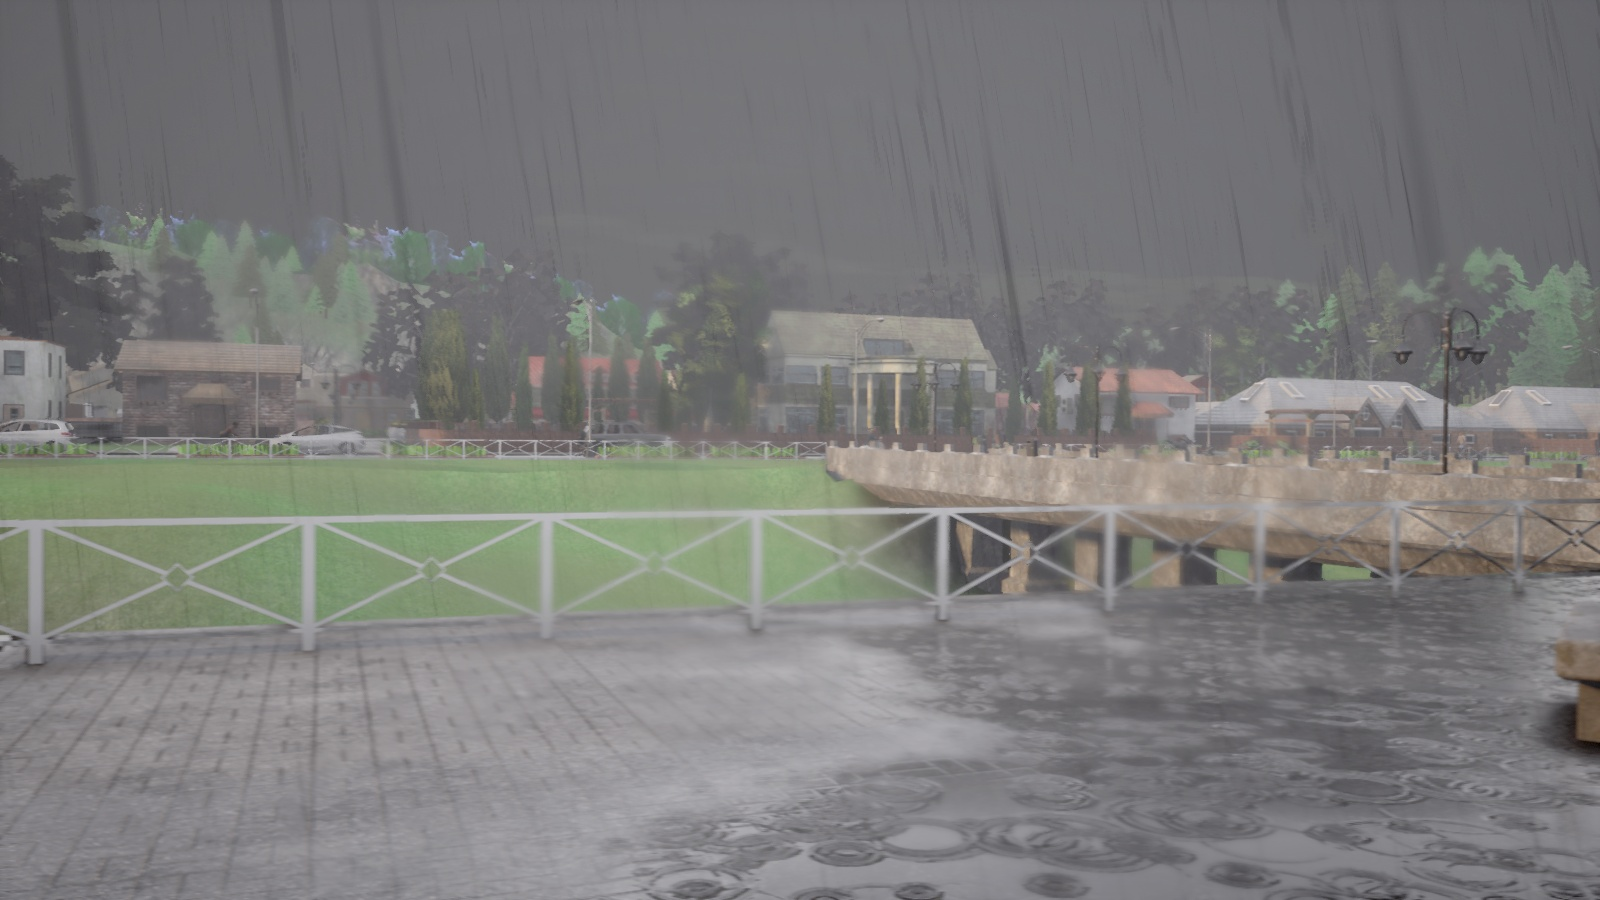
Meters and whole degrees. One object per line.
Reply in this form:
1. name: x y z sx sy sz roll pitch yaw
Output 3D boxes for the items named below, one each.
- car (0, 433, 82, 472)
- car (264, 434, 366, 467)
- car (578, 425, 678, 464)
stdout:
1. car: -35.117 0.104 56.426 4.611 1.667 2.242 -1 1 -21
2. car: -23.452 0.008 60.853 4.514 1.525 2.007 -1 1 -21
3. car: -8.532 -0.306 62.234 4.605 1.855 1.932 -1 1 -21
